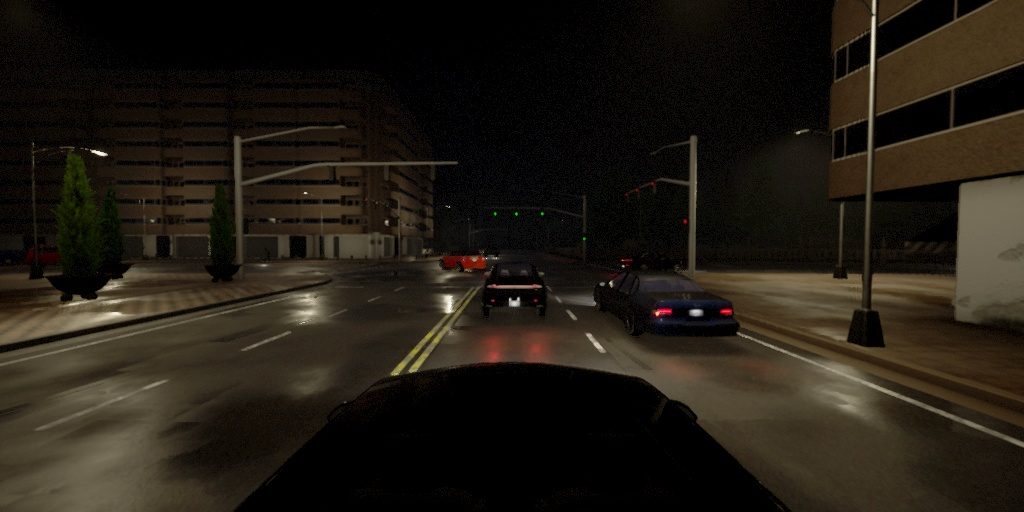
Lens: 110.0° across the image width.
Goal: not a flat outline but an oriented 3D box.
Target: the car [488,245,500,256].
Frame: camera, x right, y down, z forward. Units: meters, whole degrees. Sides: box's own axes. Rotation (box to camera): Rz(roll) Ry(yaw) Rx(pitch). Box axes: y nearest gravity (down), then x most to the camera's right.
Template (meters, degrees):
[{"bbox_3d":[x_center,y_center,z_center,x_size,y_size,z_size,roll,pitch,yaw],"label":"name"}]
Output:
[{"bbox_3d":[-3.533,-0.849,62.279,2.150,2.045,5.566,0,2,1],"label":"car"}]

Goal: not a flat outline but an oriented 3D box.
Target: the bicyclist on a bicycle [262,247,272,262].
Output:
[{"bbox_3d":[-28.000,-0.182,40.918,0.582,1.620,1.656,0,2,0],"label":"bicyclist on a bicycle"}]

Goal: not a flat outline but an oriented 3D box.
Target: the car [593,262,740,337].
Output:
[{"bbox_3d":[3.563,1.066,9.410,2.033,1.411,5.357,0,2,0],"label":"car"}]

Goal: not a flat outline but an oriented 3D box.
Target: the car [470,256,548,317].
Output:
[{"bbox_3d":[0.074,0.942,11.669,2.128,1.511,4.902,0,2,0],"label":"car"}]

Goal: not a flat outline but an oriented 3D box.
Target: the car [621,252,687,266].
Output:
[{"bbox_3d":[10.342,0.462,26.228,4.892,1.490,1.837,0,-2,-13],"label":"car"}]

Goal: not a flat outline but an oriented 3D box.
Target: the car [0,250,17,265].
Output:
[{"bbox_3d":[-52.368,0.106,37.223,5.008,1.535,1.882,0,2,1],"label":"car"}]

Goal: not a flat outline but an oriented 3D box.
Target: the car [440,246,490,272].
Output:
[{"bbox_3d":[-3.986,0.266,28.286,2.097,1.767,4.553,-1,2,-34],"label":"car"}]

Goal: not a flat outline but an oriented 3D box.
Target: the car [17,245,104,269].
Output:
[{"bbox_3d":[-36.927,0.066,29.989,5.566,2.045,2.150,0,2,0],"label":"car"}]
